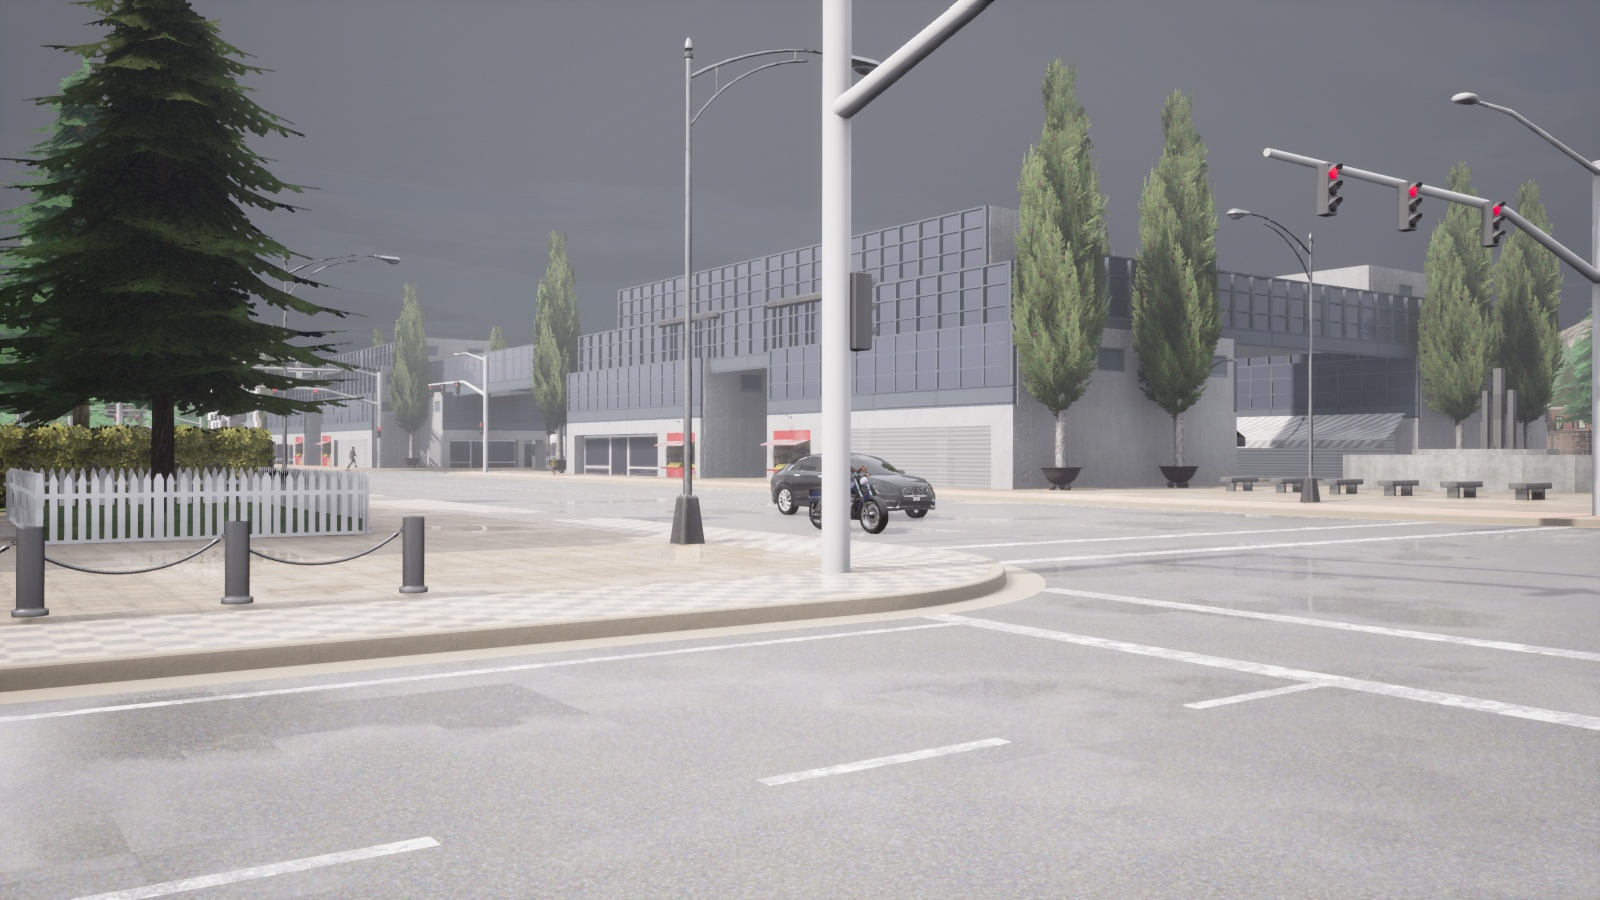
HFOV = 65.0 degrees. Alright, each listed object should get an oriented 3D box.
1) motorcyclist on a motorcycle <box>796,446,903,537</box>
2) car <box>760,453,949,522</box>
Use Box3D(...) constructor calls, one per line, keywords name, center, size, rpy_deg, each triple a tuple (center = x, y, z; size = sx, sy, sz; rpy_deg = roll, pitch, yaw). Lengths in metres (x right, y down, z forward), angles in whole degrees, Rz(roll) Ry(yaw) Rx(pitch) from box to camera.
Box3D(name="motorcyclist on a motorcycle", center=(0.901, 0.752, 23.853), size=(0.766, 1.649, 2.350), rpy_deg=(0, 0, -35))
Box3D(name="car", center=(1.174, 0.820, 29.581), size=(1.837, 1.490, 4.892), rpy_deg=(0, 0, -35))
